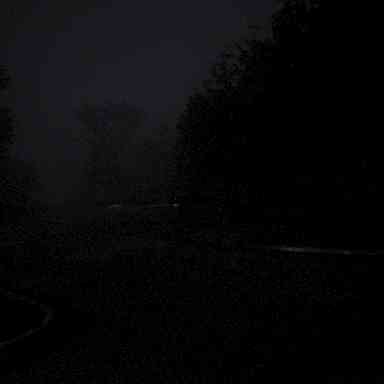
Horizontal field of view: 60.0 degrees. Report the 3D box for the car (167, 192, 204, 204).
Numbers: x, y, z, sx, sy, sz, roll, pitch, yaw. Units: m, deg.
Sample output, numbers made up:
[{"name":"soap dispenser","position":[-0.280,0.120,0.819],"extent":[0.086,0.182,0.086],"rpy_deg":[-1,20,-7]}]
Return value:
[{"name":"car","position":[-0.767,0.712,42.074],"extent":[5.008,1.535,1.882],"rpy_deg":[-3,1,-35]}]
